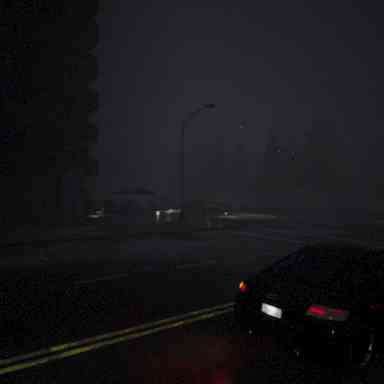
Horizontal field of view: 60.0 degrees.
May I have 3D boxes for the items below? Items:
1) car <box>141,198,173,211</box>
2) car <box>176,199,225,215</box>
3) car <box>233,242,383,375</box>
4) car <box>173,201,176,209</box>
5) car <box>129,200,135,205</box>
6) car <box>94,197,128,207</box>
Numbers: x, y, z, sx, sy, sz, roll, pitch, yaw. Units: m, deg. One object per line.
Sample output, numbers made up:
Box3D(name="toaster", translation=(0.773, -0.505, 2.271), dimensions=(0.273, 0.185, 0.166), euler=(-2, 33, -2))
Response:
Box3D(name="car", translation=(-4.761, 1.555, 41.973), dimensions=(1.812, 1.442, 4.674), euler=(0, 0, -38))
Box3D(name="car", translation=(0.773, 1.508, 34.448), dimensions=(1.882, 1.535, 5.008), euler=(0, 0, -36))
Box3D(name="car", translation=(2.715, 1.587, 5.686), dimensions=(4.181, 1.385, 1.994), euler=(0, 0, -35))
Box3D(name="car", translation=(-3.703, 1.548, 46.192), dimensions=(1.837, 1.490, 4.892), euler=(0, 0, -40))
Box3D(name="car", translation=(-11.303, 1.512, 53.061), dimensions=(5.008, 1.535, 1.882), euler=(0, 0, 30))
Box3D(name="car", translation=(-12.772, 1.569, 50.045), dimensions=(5.357, 1.411, 2.033), euler=(0, 0, 30))
